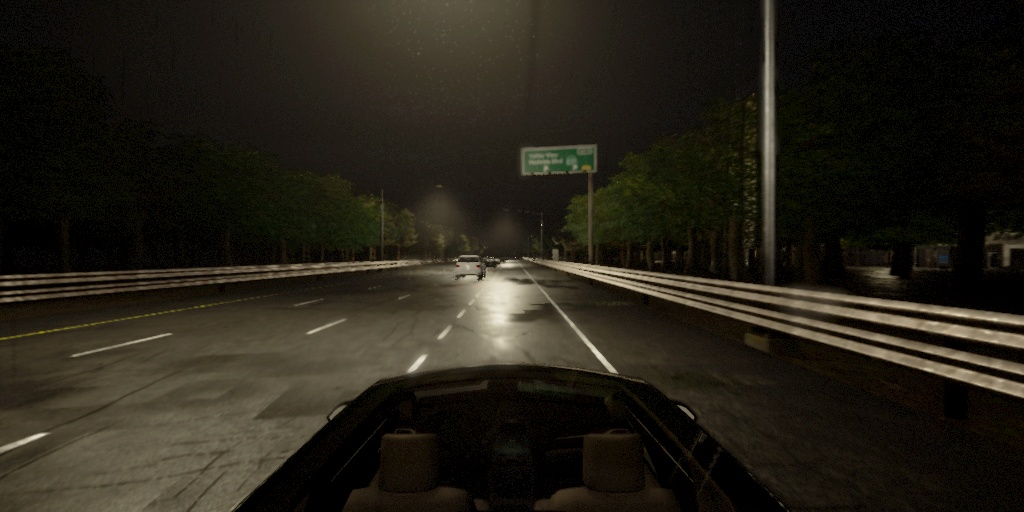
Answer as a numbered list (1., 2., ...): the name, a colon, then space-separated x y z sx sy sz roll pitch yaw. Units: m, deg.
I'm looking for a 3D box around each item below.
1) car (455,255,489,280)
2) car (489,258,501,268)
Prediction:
1. car: -3.483 0.966 30.903 2.150 2.045 5.566 0 0 0
2. car: -3.449 1.230 58.930 2.128 1.511 4.902 0 0 0
